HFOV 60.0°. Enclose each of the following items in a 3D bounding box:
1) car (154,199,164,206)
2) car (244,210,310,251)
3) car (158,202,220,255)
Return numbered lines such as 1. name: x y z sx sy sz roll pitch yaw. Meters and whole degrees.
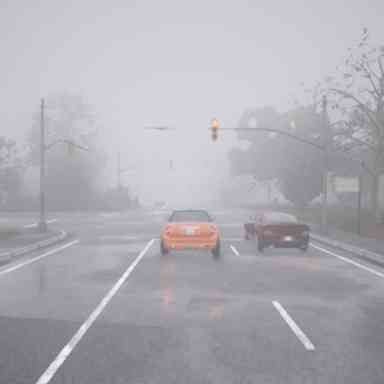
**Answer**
1. car: -6.474 2.088 66.447 1.837 1.490 4.892 0 -1 -10
2. car: 3.444 1.514 14.328 1.882 1.535 5.008 0 0 0
3. car: -0.082 1.385 13.556 2.097 1.767 4.553 0 0 -1
